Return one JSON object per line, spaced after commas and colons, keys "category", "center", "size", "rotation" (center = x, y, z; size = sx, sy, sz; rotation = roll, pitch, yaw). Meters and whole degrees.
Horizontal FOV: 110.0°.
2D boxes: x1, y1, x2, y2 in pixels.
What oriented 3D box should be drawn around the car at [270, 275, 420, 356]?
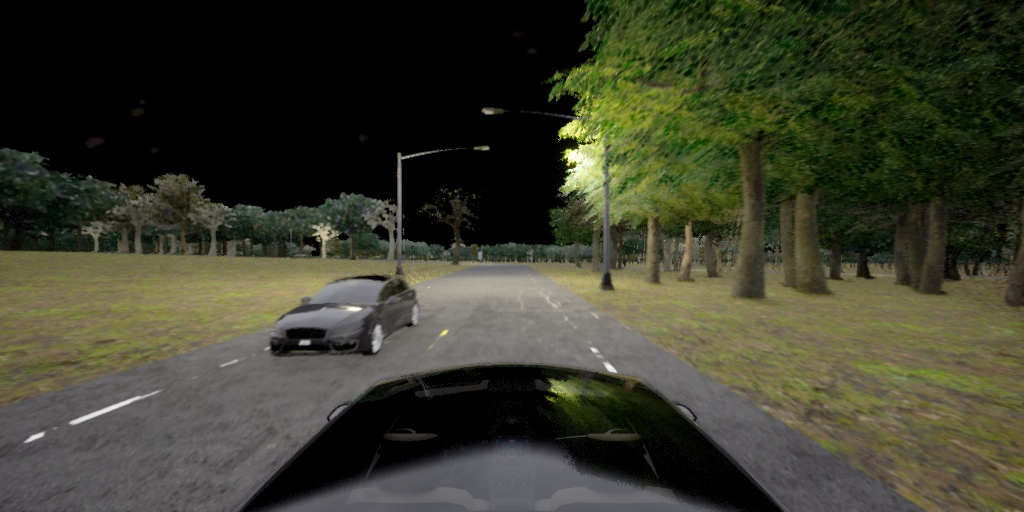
{"category": "car", "center": [-3.598, 1.252, 8.658], "size": [1.837, 1.490, 4.892], "rotation": [0, 0, 0]}
